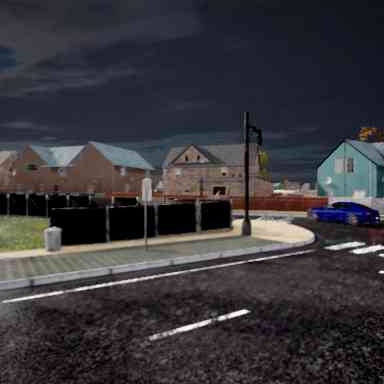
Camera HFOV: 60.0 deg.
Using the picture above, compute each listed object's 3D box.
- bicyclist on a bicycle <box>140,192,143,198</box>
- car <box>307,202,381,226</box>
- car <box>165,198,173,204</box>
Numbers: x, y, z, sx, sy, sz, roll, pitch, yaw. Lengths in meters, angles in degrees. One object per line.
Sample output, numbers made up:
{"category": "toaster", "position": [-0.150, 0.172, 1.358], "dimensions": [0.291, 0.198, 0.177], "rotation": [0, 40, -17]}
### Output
{"category": "bicyclist on a bicycle", "position": [-4.778, 0.816, 32.535], "dimensions": [0.582, 1.620, 1.656], "rotation": [1, 1, 19]}
{"category": "car", "position": [9.993, 1.366, 22.227], "dimensions": [1.812, 1.442, 4.674], "rotation": [1, 1, -36]}
{"category": "car", "position": [-1.422, 1.181, 25.169], "dimensions": [4.181, 1.385, 1.994], "rotation": [1, 0, 19]}
